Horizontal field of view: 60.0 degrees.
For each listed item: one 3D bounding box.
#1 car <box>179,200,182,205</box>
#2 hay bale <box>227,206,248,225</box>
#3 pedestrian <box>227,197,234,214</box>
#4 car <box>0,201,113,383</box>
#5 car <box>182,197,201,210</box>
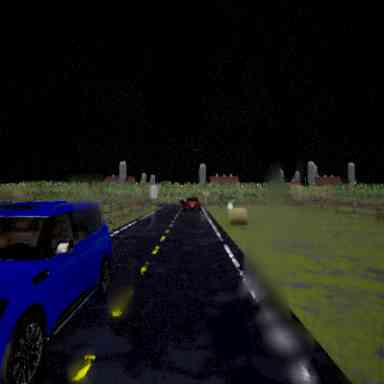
[{"bbox_3d":[-0.522,1.462,50.325,1.895,1.301,4.718,0,0,-20],"label":"car"},{"bbox_3d":[3.112,1.597,22.953,1.220,1.180,1.240,-1,-1,0],"label":"hay bale"},{"bbox_3d":[2.821,1.241,24.061,0.375,1.860,0.375,1,-1,-3],"label":"pedestrian"},{"bbox_3d":[-2.852,1.208,5.425,2.150,2.045,5.566,0,0,0],"label":"car"},{"bbox_3d":[0.063,1.368,40.315,1.882,1.535,5.008,0,0,0],"label":"car"}]
